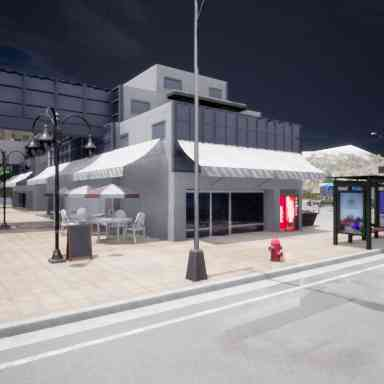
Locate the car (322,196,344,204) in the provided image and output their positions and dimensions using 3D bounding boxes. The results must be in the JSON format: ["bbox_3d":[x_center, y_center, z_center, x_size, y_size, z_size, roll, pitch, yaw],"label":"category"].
[{"bbox_3d":[28.397,1.490,66.892,4.514,1.523,2.007,0,0,-36],"label":"car"}]

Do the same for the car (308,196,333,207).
[{"bbox_3d":[19.116,1.345,48.778,5.027,1.636,2.152,0,0,-36],"label":"car"}]

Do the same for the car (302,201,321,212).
[{"bbox_3d":[9.421,1.777,31.806,1.895,1.301,4.718,0,0,-36],"label":"car"}]
